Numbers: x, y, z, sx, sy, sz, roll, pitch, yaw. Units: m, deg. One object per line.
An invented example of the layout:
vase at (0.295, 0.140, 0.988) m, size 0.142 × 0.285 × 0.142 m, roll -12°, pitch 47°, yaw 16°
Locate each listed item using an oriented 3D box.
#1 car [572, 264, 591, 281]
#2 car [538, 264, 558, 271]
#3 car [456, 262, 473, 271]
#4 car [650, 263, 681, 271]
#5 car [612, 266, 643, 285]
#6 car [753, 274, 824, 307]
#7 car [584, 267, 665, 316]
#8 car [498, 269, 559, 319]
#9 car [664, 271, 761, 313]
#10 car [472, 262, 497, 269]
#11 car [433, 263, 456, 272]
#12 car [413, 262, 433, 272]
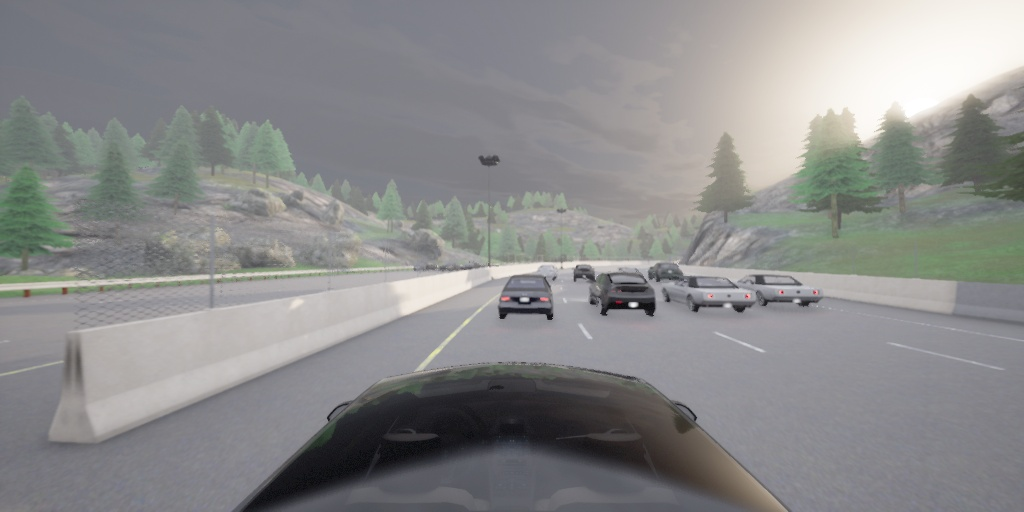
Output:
car at (6.674, 1.520, 33.455) m, size 1.837 × 1.490 × 4.892 m, roll 0°, pitch 0°, yaw 10°
car at (3.455, 1.550, 35.316) m, size 1.812 × 1.442 × 4.674 m, roll 0°, pitch 0°, yaw 10°
car at (-6.415, 1.653, 55.286) m, size 1.882 × 1.535 × 5.008 m, roll 0°, pitch -1°, yaw 16°
car at (13.502, 1.359, 31.851) m, size 2.097 × 1.767 × 4.553 m, roll 0°, pitch -1°, yaw 10°
car at (9.666, 1.592, 30.322) m, size 1.895 × 1.301 × 4.718 m, roll 0°, pitch 0°, yaw 10°
car at (11.375, 1.481, 16.260) m, size 1.895 × 1.301 × 4.718 m, roll 0°, pitch 0°, yaw 5°
car at (4.163, 1.360, 14.105) m, size 1.837 × 1.490 × 4.892 m, roll 0°, pitch 0°, yaw 5°
car at (0.589, 1.393, 13.370) m, size 2.033 × 1.411 × 5.357 m, roll 0°, pitch 0°, yaw 5°
car at (7.724, 1.464, 14.736) m, size 1.895 × 1.301 × 4.718 m, roll 0°, pitch -1°, yaw 5°
car at (-3.679, 1.754, 52.119) m, size 1.895 × 1.301 × 4.718 m, roll 0°, pitch 0°, yaw 15°
car at (-9.765, 1.728, 56.389) m, size 2.033 × 1.411 × 5.357 m, roll 0°, pitch 0°, yaw 16°
car at (-13.550, 1.663, 55.759) m, size 2.128 × 1.511 × 4.902 m, roll 0°, pitch 0°, yaw 15°
